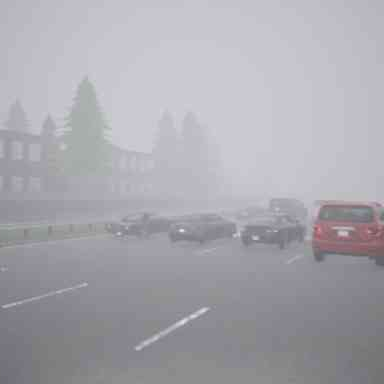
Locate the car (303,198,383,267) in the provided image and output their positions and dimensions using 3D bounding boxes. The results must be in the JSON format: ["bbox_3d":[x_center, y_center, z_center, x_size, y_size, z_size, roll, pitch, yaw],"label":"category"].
[{"bbox_3d":[6.015,1.348,12.281,2.150,2.045,5.566,-1,0,33],"label":"car"}]

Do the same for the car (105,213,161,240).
[{"bbox_3d":[-2.440,1.806,18.529,1.895,1.301,4.718,-1,-1,33],"label":"car"}]

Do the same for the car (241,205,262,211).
[{"bbox_3d":[5.780,1.892,31.303,1.994,1.385,4.181,-1,-1,33],"label":"car"}]

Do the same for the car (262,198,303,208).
[{"bbox_3d":[8.264,1.520,28.714,2.150,2.045,5.566,-1,0,33],"label":"car"}]

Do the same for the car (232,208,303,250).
[{"bbox_3d":[3.810,1.685,15.293,1.812,1.442,4.674,-1,-1,33],"label":"car"}]

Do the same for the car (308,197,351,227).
[{"bbox_3d":[11.196,1.495,26.804,2.150,2.045,5.566,-1,0,33],"label":"car"}]

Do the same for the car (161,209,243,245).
[{"bbox_3d":[0.640,1.746,16.844,1.994,1.385,4.181,-1,-1,33],"label":"car"}]
